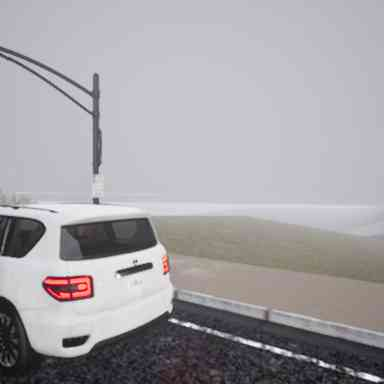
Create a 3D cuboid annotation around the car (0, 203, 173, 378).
[{"bbox_3d":[-2.890,1.212,5.764,5.566,2.045,2.150,0,0,36],"label":"car"}]
